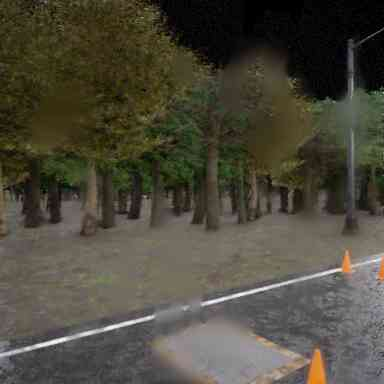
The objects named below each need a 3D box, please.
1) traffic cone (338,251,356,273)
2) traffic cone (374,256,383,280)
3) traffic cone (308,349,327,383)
[{"bbox_3d":[4.415,1.966,9.476,0.340,0.580,0.340,0,0,-36],"label":"traffic cone"},{"bbox_3d":[5.003,1.961,8.668,0.340,0.580,0.340,0,0,-36],"label":"traffic cone"},{"bbox_3d":[1.330,1.962,3.519,0.340,0.580,0.340,0,0,-36],"label":"traffic cone"}]
